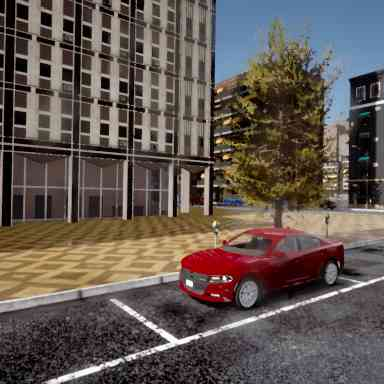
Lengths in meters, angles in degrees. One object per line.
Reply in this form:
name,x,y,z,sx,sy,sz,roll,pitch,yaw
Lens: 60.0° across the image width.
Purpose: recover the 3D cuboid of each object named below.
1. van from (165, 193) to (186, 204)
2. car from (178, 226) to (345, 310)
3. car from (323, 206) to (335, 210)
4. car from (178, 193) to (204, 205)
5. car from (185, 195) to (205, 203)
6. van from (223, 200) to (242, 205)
van,-2.953,1.142,57.489,1.690,1.788,3.998,2,-1,-36
car,1.780,1.547,7.834,4.507,1.381,1.887,0,1,-36
car,17.016,1.586,44.123,1.947,1.339,4.313,2,-1,-36
car,0.343,1.130,52.923,2.192,1.841,5.009,2,-1,-36
car,0.546,1.386,66.958,1.967,1.590,4.097,1,-1,-36
van,7.137,1.314,57.825,1.690,1.788,3.998,2,-1,-36
